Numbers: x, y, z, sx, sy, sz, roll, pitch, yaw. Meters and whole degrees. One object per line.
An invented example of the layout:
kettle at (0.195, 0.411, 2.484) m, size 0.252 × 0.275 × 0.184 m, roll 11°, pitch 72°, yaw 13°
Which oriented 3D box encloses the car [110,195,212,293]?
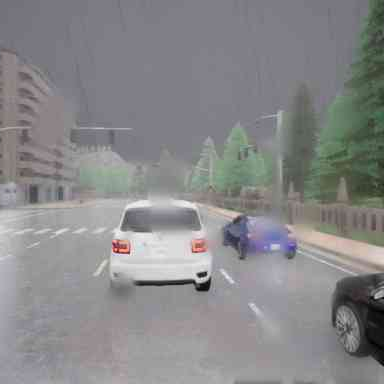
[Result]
car at (-0.805, 1.223, 9.039) m, size 2.150 × 2.045 × 5.566 m, roll 0°, pitch 0°, yaw -5°

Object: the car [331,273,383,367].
car at (3.118, 1.492, 3.172) m, size 2.128 × 1.511 × 4.902 m, roll 0°, pitch 0°, yaw -3°

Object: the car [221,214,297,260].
car at (2.338, 1.528, 12.399) m, size 1.812 × 1.442 × 4.674 m, roll 0°, pitch 0°, yaw -6°
